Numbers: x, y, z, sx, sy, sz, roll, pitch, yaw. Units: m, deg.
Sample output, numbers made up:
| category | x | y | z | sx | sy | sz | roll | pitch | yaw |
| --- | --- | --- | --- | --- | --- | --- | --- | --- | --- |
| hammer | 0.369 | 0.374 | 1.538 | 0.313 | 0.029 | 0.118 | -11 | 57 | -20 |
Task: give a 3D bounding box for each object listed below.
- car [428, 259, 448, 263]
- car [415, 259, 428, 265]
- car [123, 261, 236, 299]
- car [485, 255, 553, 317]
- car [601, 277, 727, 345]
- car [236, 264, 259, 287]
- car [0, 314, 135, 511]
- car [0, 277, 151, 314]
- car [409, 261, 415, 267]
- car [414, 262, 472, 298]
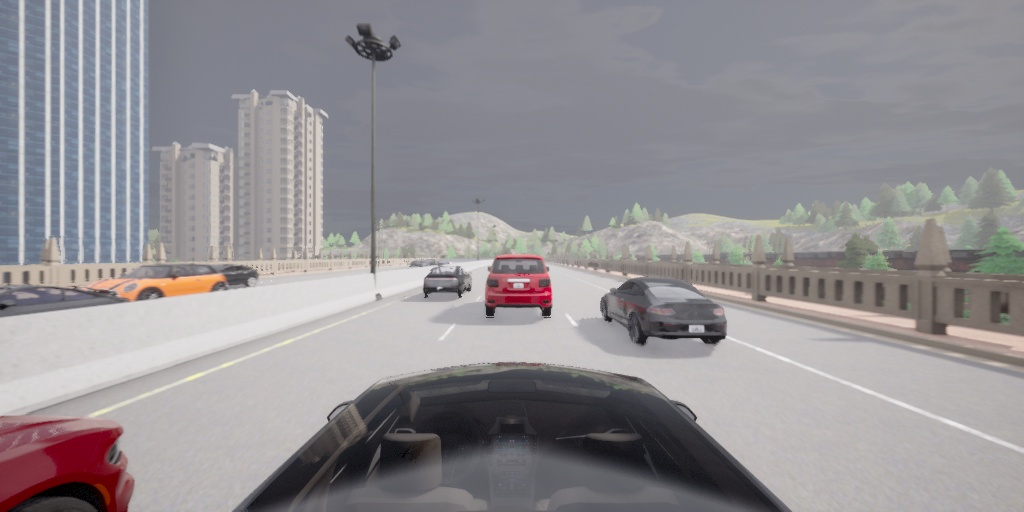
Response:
| category | x | y | z | sx | sy | sz | roll | pitch | yaw |
| --- | --- | --- | --- | --- | --- | --- | --- | --- | --- |
| car | -9.824 | 1.333 | 49.885 | 1.895 | 1.301 | 4.718 | 0 | 0 | 1 |
| car | -13.184 | 1.222 | 56.621 | 2.128 | 1.511 | 4.902 | 0 | 0 | 2 |
| car | -13.951 | 1.088 | 14.297 | 2.097 | 1.767 | 4.553 | 0 | 0 | 1 |
| car | 0.238 | 0.969 | 13.286 | 2.150 | 2.045 | 5.566 | 0 | 0 | 1 |
| car | 3.687 | 1.277 | 9.403 | 1.812 | 1.442 | 4.674 | 0 | 0 | 1 |
| car | -17.334 | 1.236 | 21.266 | 1.837 | 1.490 | 4.892 | 0 | 0 | 1 |
| car | -3.380 | 1.225 | 0.209 | 1.882 | 1.535 | 5.008 | 0 | 0 | 0 |
| car | -10.548 | 1.304 | 7.311 | 1.994 | 1.385 | 4.181 | 0 | 0 | 1 |
| car | -16.550 | 1.293 | 62.939 | 1.994 | 1.385 | 4.181 | 0 | 0 | 2 |
| car | -3.180 | 1.236 | 18.356 | 2.128 | 1.511 | 4.902 | 0 | 0 | 1 |
